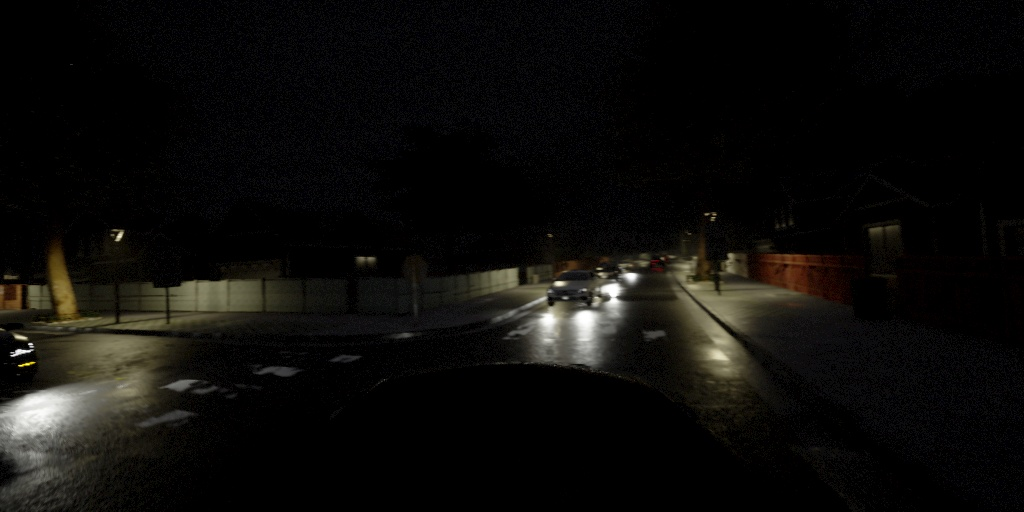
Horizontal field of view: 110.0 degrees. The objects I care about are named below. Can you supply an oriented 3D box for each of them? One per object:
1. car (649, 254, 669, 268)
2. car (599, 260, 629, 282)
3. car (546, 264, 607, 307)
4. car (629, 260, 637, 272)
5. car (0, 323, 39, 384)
[{"bbox_3d":[18.844,0.712,46.415,1.837,1.490,4.892,-4,0,25],"label":"car"},{"bbox_3d":[7.426,1.182,27.656,2.128,1.511,4.902,-4,-1,22],"label":"car"},{"bbox_3d":[2.937,1.346,16.277,1.812,1.442,4.674,-4,-1,22],"label":"car"},{"bbox_3d":[12.696,1.117,39.966,1.895,1.301,4.718,-4,-1,24],"label":"car"},{"bbox_3d":[-11.243,1.778,6.698,4.892,1.490,1.837,-3,-1,19],"label":"car"}]
